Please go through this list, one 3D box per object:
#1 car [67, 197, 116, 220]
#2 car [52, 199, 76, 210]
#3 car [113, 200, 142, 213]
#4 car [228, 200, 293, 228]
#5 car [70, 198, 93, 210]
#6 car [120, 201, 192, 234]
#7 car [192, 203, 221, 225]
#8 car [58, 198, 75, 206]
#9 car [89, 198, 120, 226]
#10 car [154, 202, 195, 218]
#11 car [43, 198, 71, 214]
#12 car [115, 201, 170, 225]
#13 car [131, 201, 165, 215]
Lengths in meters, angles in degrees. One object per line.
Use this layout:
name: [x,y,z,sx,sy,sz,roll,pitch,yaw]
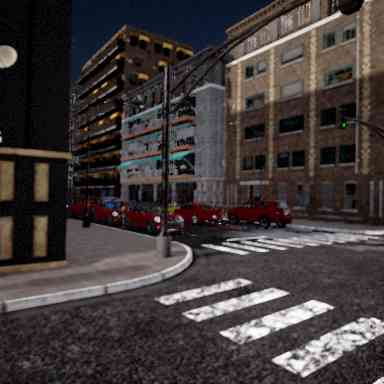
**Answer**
car: [-8.541,1.315,27.679,2.192,1.841,5.009,1,-1,-35]
car: [-17.018,1.630,44.120,1.812,1.442,4.674,2,-1,-35]
car: [-8.151,1.759,41.571,1.887,1.381,4.507,1,-1,-35]
car: [4.717,1.482,23.501,2.192,1.841,5.009,1,-1,-35]
car: [-16.039,1.691,48.019,1.837,1.490,4.892,2,-1,-35]
car: [-2.113,1.417,18.643,1.967,1.590,4.097,1,-1,-35]
car: [0.135,1.596,25.297,1.882,1.535,5.008,2,-1,-35]
car: [-24.231,1.857,64.159,2.008,1.369,4.403,1,-1,-35]
car: [-5.328,1.429,23.160,1.967,1.590,4.097,1,-1,-35]
car: [-1.818,1.715,32.675,1.752,1.417,4.829,1,-1,-35]
car: [-14.972,1.465,36.710,1.967,1.590,4.097,1,-1,-35]
car: [-3.913,1.541,25.639,2.128,1.511,4.902,2,-1,-35]
car: [-4.935,1.767,37.053,1.947,1.339,4.313,1,-1,-35]
